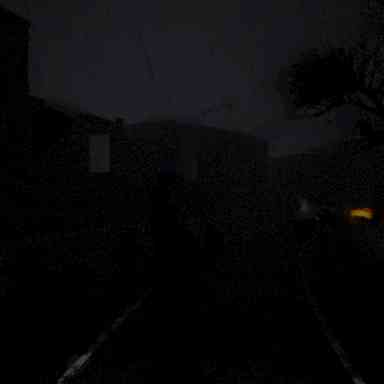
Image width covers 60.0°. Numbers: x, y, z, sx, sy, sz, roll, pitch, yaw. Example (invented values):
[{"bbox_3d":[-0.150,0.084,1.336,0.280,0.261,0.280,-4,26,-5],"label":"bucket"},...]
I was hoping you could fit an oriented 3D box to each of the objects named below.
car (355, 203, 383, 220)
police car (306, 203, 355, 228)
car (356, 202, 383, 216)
[{"bbox_3d":[16.524,1.801,30.597,5.008,1.535,1.882,1,0,-38],"label":"car"},{"bbox_3d":[9.939,1.618,24.145,1.930,1.638,5.238,1,0,39],"label":"police car"},{"bbox_3d":[21.480,1.947,38.813,4.181,1.385,1.994,1,1,-26],"label":"car"}]
